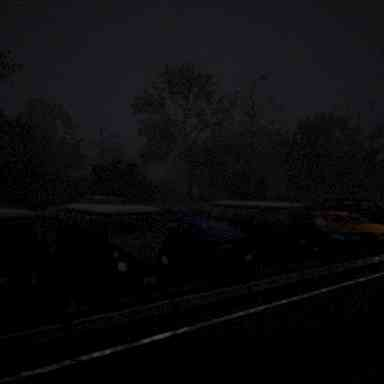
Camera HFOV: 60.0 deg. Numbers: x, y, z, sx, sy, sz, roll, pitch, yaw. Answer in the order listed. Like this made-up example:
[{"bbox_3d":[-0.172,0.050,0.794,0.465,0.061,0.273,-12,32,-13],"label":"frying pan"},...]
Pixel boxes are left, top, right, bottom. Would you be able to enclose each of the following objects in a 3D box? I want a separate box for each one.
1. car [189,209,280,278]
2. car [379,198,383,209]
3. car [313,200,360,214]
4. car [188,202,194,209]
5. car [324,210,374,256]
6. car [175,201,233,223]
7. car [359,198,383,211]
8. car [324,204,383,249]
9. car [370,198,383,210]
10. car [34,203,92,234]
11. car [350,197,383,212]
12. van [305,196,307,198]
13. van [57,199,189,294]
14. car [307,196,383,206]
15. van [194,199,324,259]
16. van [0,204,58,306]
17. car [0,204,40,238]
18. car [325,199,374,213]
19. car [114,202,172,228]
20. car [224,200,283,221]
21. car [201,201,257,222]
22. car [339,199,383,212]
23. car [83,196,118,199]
[{"bbox_3d":[0.038,1.540,10.605,2.097,1.535,5.008,0,0,-36],"label":"car"},{"bbox_3d":[30.194,1.723,48.259,2.163,1.488,4.792,0,0,-36],"label":"car"},{"bbox_3d":[16.661,1.675,38.553,2.002,1.452,4.674,0,0,-36],"label":"car"},{"bbox_3d":[-1.412,1.564,25.655,2.097,1.535,5.008,0,0,-36],"label":"car"},{"bbox_3d":[4.596,1.597,13.870,2.002,1.452,4.674,0,0,-36],"label":"car"},{"bbox_3d":[0.847,1.574,27.270,2.231,1.521,4.892,0,0,-36],"label":"car"},{"bbox_3d":[25.692,1.673,45.015,2.097,1.535,5.008,0,0,-36],"label":"car"},{"bbox_3d":[6.986,1.563,15.346,1.946,1.575,5.366,0,0,-36],"label":"car"},{"bbox_3d":[27.957,1.685,46.618,2.231,1.521,4.892,0,0,-36],"label":"car"},{"bbox_3d":[-8.180,1.539,20.807,2.231,1.521,4.892,0,0,-36],"label":"car"},{"bbox_3d":[23.418,1.538,43.422,2.185,1.767,4.553,0,0,-36],"label":"car"},{"bbox_3d":[14.334,1.400,37.038,1.878,1.987,4.442,0,0,-36],"label":"van"},{"bbox_3d":[-2.180,1.304,8.883,1.878,1.987,4.442,0,0,-36],"label":"van"},{"bbox_3d":[9.177,1.324,17.104,2.435,2.045,5.566,0,0,-36],"label":"car"},{"bbox_3d":[2.249,1.323,12.334,1.878,1.987,4.442,0,0,-36],"label":"van"},{"bbox_3d":[-4.596,1.290,7.444,1.878,1.987,4.442,0,0,-36],"label":"van"},{"bbox_3d":[-10.441,1.527,19.193,2.097,1.535,5.008,0,0,-36],"label":"car"},{"bbox_3d":[18.922,1.644,40.166,2.097,1.535,5.008,0,0,-36],"label":"car"},{"bbox_3d":[-3.670,1.556,24.042,2.097,1.535,5.008,0,0,-36],"label":"car"},{"bbox_3d":[5.475,1.588,30.339,1.946,1.575,5.366,0,0,-36],"label":"car"},{"bbox_3d":[3.092,1.612,28.901,2.163,1.488,4.792,0,0,-36],"label":"car"},{"bbox_3d":[21.179,1.694,41.781,2.002,1.452,4.674,0,0,-36],"label":"car"},{"bbox_3d":[-5.909,1.296,22.401,2.435,2.045,5.566,0,0,-36],"label":"car"}]
